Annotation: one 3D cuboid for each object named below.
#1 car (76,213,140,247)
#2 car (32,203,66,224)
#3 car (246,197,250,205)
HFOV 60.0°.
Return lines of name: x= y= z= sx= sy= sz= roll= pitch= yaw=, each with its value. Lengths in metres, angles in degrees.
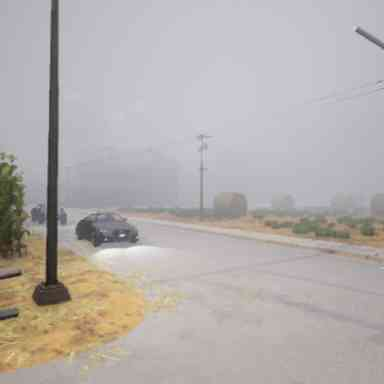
car: x=-4.165 y=1.720 z=16.135 sx=1.994 sy=1.385 sz=4.181 roll=1 pitch=-1 yaw=-34
car: x=-11.676 y=1.702 z=27.015 sx=1.882 sy=1.535 sz=5.008 roll=1 pitch=-1 yaw=-35
car: x=13.147 y=2.172 z=81.228 sx=1.905 sy=1.878 sz=3.866 roll=6 pitch=2 yaw=12
